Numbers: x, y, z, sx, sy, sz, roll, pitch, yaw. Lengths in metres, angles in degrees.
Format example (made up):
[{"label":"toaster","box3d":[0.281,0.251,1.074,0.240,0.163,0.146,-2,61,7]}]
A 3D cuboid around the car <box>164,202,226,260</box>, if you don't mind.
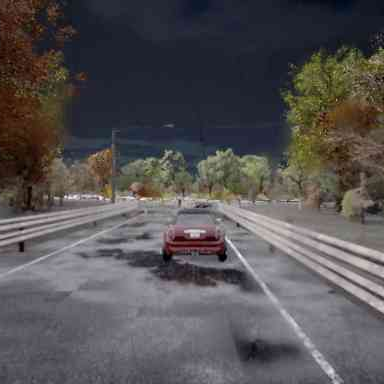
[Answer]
[{"label":"car","box3d":[0.096,1.434,12.893,2.097,1.767,4.553,0,0,0]}]
